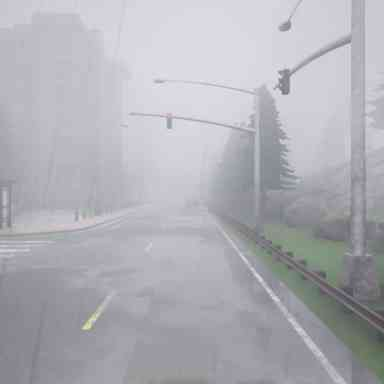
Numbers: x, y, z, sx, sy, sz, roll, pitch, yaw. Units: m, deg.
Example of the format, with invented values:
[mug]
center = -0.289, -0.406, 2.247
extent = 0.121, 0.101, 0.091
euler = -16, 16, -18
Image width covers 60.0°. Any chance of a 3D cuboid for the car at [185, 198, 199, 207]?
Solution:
[car]
center = 0.019, 1.564, 50.591
extent = 1.994, 1.385, 4.181
euler = 0, 0, 0
